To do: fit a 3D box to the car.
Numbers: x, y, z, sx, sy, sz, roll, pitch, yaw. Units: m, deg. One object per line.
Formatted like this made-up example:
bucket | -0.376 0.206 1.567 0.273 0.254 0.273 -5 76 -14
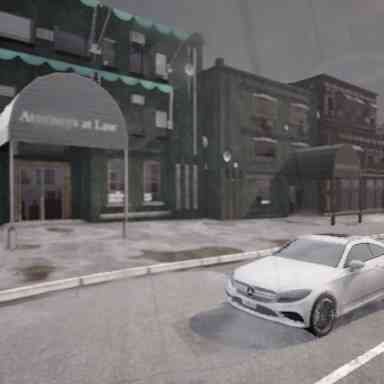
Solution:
car | 2.824 1.625 6.949 4.674 1.442 1.812 1 -1 -37
